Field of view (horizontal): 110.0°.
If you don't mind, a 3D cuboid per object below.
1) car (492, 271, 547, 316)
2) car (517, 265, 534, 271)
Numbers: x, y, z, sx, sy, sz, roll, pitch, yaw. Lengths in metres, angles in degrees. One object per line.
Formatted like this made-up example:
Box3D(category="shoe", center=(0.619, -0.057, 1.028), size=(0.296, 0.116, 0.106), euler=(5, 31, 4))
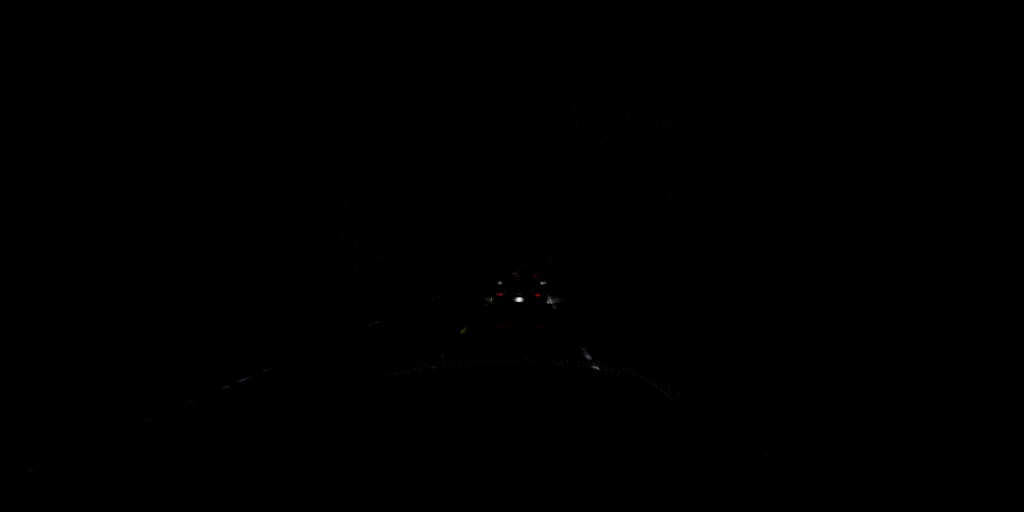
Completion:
Box3D(category="car", center=(0.348, 1.490, 14.271), size=(1.994, 1.385, 4.181), euler=(0, -1, 3))
Box3D(category="car", center=(1.257, 1.694, 29.217), size=(1.994, 1.385, 4.181), euler=(0, -1, 5))
